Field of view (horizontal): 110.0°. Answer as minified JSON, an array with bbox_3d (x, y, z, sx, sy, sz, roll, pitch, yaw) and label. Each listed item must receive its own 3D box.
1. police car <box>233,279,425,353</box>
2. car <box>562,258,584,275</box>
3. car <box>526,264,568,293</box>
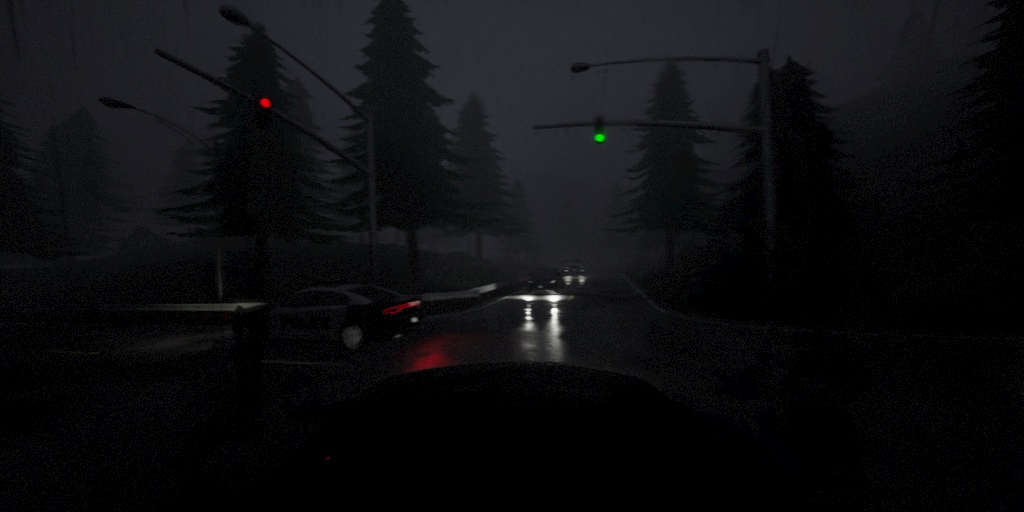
[{"bbox_3d":[-4.881,1.442,9.417,5.238,1.638,1.930,-2,-1,15],"label":"police car"},{"bbox_3d":[7.192,1.209,42.760,2.150,2.045,5.566,-1,0,5],"label":"car"},{"bbox_3d":[2.157,1.452,22.453,1.812,1.442,4.674,-2,-1,14],"label":"car"}]
